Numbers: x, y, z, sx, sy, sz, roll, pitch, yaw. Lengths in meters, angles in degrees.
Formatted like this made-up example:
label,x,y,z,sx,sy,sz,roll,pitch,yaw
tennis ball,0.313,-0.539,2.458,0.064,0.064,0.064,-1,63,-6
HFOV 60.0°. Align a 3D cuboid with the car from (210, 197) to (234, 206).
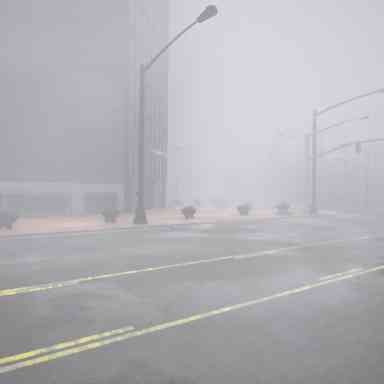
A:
label,x,y,z,sx,sy,sz,roll,pitch,yaw
car,5.121,1.644,56.694,2.128,1.511,4.902,1,-1,-35
